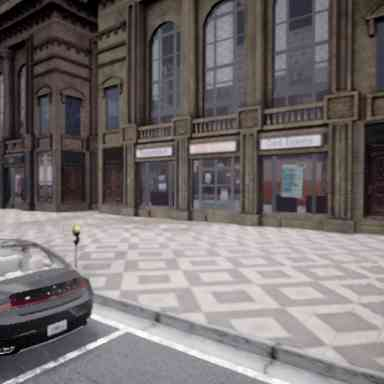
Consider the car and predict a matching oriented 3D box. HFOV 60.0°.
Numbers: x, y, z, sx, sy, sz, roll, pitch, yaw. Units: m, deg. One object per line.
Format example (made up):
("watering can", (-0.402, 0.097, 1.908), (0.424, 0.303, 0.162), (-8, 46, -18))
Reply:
("car", (-3.473, 1.449, 5.466), (4.403, 1.369, 2.008), (1, 1, 36))
